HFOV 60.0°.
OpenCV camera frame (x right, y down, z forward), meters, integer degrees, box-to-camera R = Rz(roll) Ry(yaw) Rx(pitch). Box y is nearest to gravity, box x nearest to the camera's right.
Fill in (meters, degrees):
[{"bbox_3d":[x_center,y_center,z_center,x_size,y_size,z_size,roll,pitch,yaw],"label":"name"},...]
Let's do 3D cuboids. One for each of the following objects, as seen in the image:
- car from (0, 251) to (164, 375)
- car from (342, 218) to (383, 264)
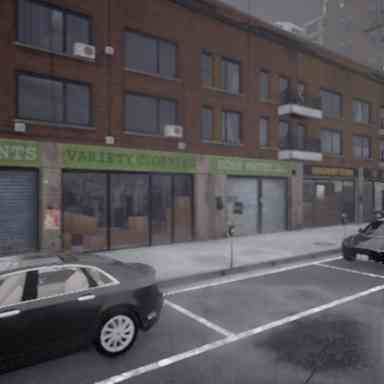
[{"bbox_3d":[-2.482,1.550,4.418,4.403,1.369,2.008,0,0,-36],"label":"car"},{"bbox_3d":[6.770,1.549,11.018,4.313,1.339,1.947,0,0,-36],"label":"car"}]
